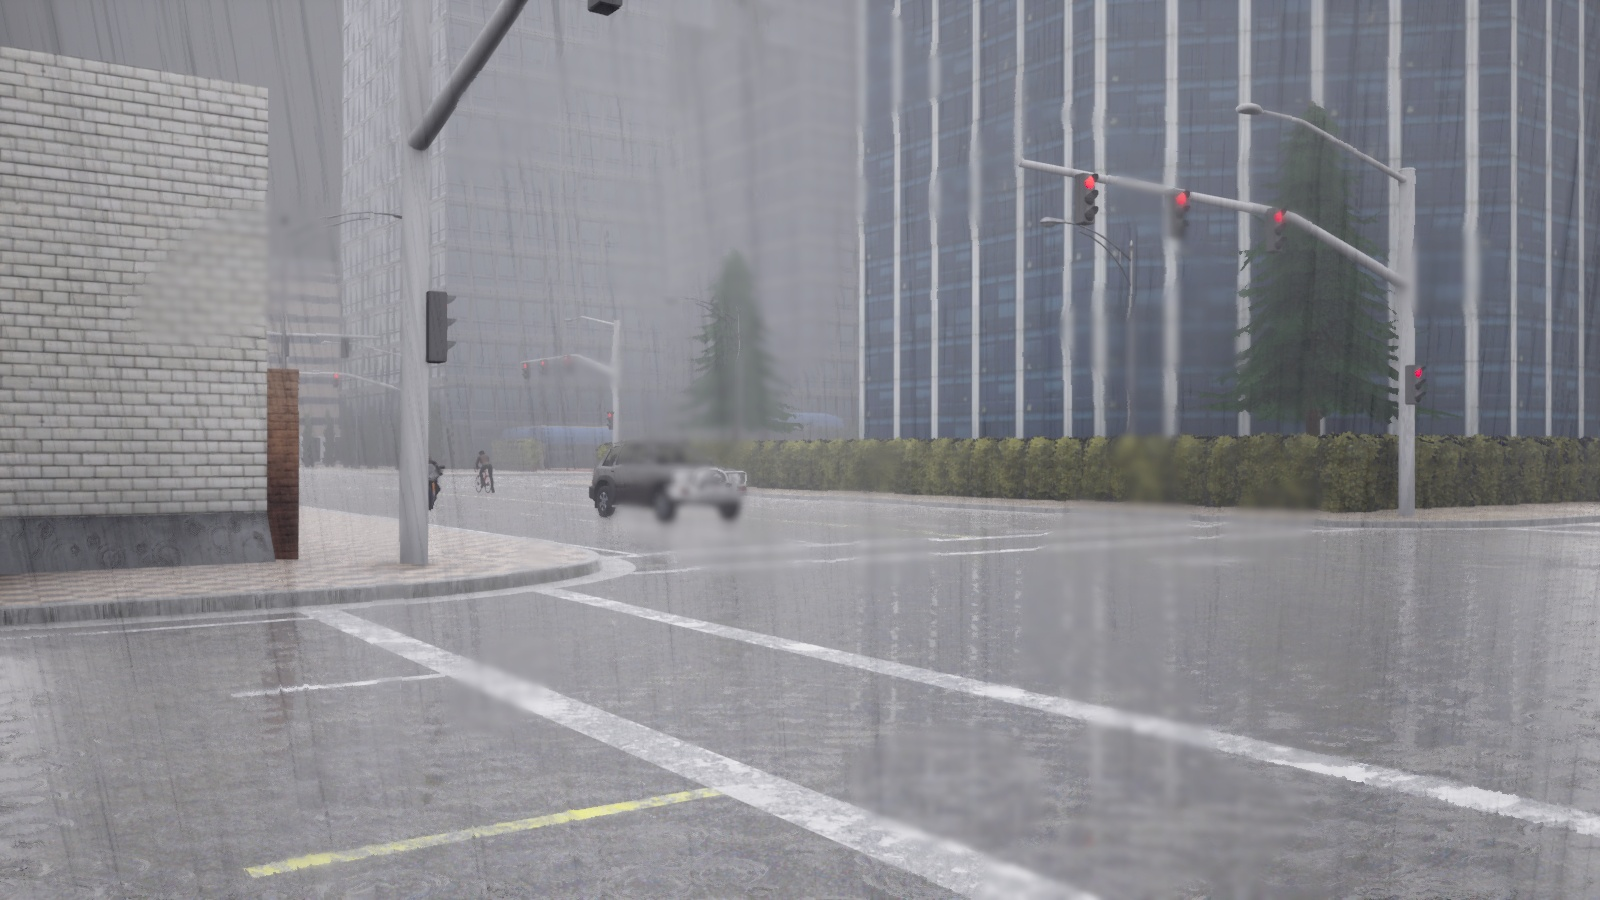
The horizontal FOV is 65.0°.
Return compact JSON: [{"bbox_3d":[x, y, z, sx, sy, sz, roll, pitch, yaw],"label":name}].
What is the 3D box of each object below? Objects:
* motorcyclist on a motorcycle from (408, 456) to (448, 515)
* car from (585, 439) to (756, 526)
[{"bbox_3d":[-10.100,0.940,34.067,0.866,1.530,2.191,0,0,-21],"label":"motorcyclist on a motorcycle"},{"bbox_3d":[-3.097,0.695,29.092,1.932,1.855,4.605,0,0,-35],"label":"car"}]
